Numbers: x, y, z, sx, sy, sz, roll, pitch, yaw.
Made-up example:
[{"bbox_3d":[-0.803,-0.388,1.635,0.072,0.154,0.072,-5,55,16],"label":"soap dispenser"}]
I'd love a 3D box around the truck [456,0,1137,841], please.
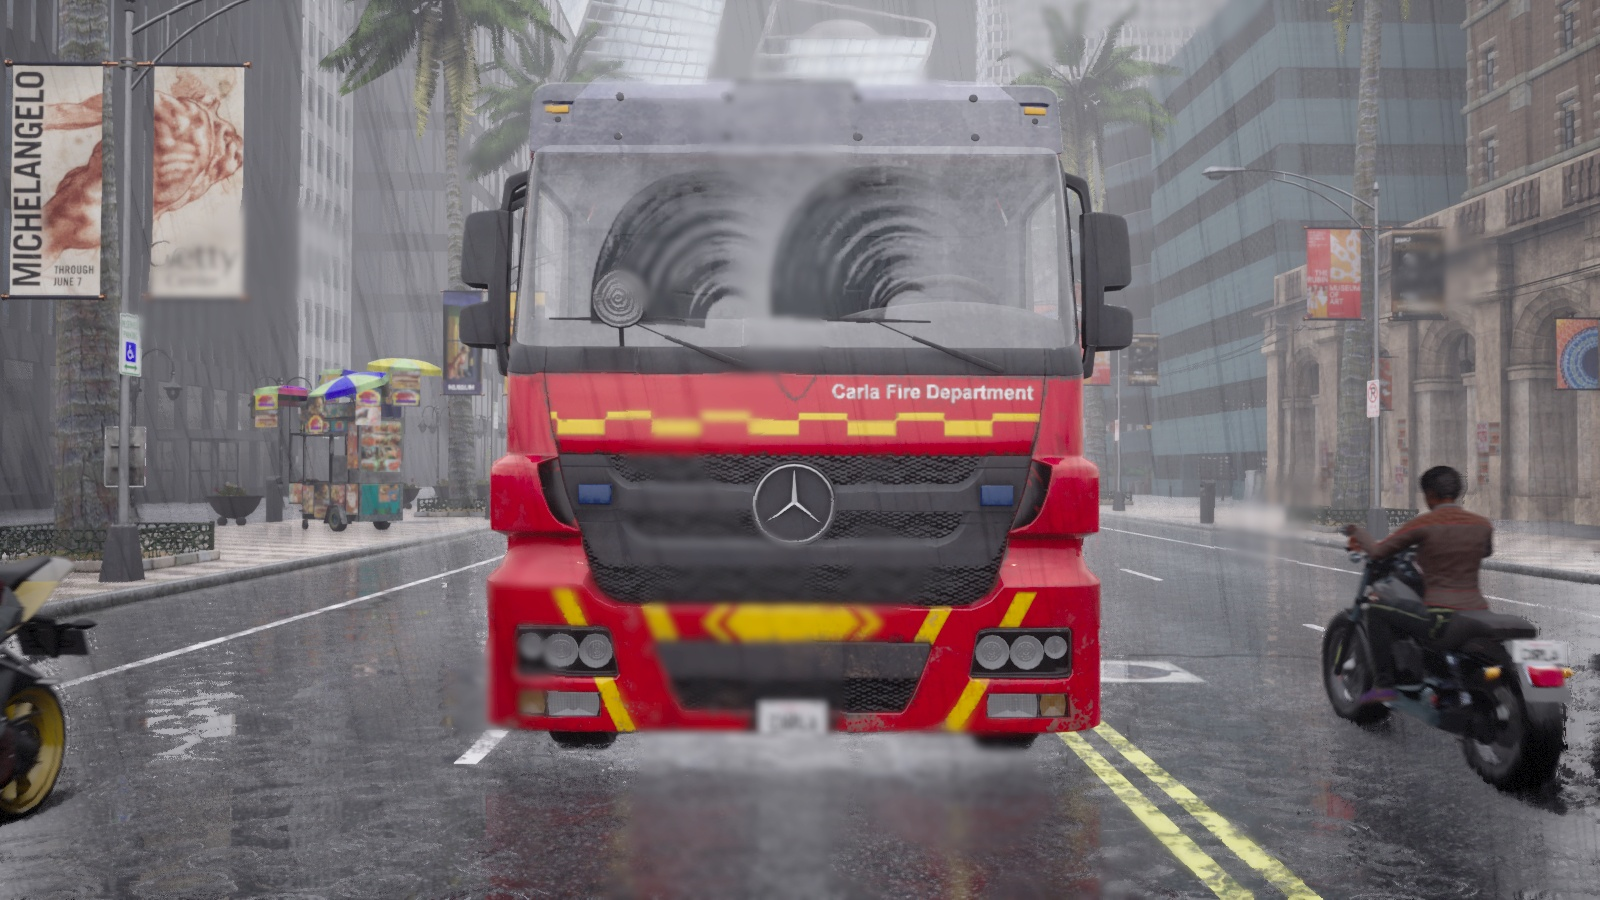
[{"bbox_3d":[-0.025,-0.189,9.594,2.891,3.827,8.468,0,-1,0],"label":"truck"}]

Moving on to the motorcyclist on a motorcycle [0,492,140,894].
[{"bbox_3d":[-3.514,0.943,4.760,0.866,1.530,2.191,0,-1,0],"label":"motorcyclist on a motorcycle"}]

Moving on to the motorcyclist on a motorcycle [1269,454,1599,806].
[{"bbox_3d":[3.481,0.870,7.086,0.766,1.649,2.350,0,-1,0],"label":"motorcyclist on a motorcycle"}]
